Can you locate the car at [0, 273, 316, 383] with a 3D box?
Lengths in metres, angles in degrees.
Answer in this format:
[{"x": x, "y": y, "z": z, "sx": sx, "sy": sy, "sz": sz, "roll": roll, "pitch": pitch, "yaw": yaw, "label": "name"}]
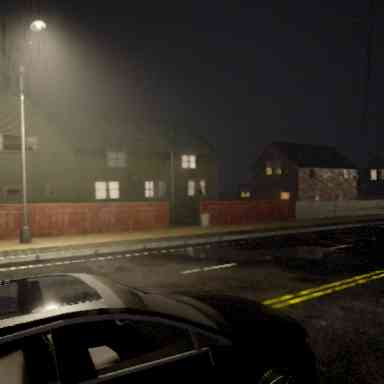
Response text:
[{"x": -0.964, "y": 1.494, "z": 2.753, "sx": 4.902, "sy": 1.511, "sz": 2.128, "roll": 1, "pitch": 0, "yaw": -36, "label": "car"}]
